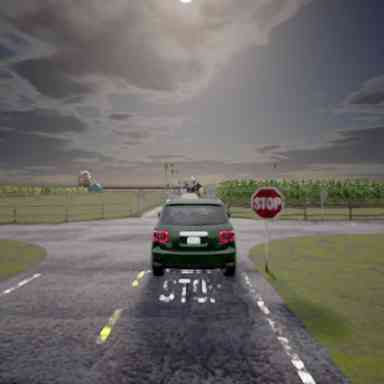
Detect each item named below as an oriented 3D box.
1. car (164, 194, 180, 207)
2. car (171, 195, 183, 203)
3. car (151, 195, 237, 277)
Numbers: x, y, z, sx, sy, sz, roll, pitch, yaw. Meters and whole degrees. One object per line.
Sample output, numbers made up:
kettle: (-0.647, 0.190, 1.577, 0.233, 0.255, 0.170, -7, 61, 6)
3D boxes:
car: (-2.835, 1.180, 47.795, 2.097, 1.767, 4.553, 0, 0, 0)
car: (-2.781, 1.310, 63.012, 2.033, 1.411, 5.357, 0, 0, 1)
car: (0.059, 1.190, 10.303, 2.150, 2.045, 5.566, 0, 0, 0)
